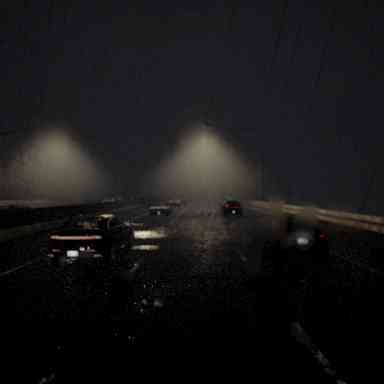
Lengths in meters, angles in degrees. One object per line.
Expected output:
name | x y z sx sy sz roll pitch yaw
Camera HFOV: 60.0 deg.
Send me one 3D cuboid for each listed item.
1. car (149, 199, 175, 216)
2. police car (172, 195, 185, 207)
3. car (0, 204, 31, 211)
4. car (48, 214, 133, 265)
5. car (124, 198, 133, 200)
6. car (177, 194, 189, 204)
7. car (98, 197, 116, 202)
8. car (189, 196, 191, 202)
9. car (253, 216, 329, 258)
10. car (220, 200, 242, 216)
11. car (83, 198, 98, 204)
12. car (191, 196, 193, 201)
car | -3.063 1.707 33.477 1.895 1.301 4.718 0 0 1
police car | -2.647 1.704 53.947 2.038 1.542 4.974 0 0 2
car | -13.891 1.636 25.813 1.994 1.385 4.181 0 0 1
car | -3.349 1.523 11.801 2.128 1.511 4.902 0 0 0
car | -12.686 1.810 67.260 1.994 1.385 4.181 0 0 2
car | -2.266 1.475 64.940 2.150 2.045 5.566 0 0 2
car | -16.268 1.767 65.231 1.812 1.442 4.674 0 0 2
car | -1.810 1.770 76.057 1.801 1.575 5.366 0 0 3
car | 3.659 1.601 12.960 1.994 1.385 4.181 0 0 0
car | 3.941 1.614 33.496 1.837 1.490 4.892 0 0 1
car | -19.762 1.793 65.357 1.994 1.385 4.181 0 0 2
car | -1.299 1.902 86.822 1.812 1.442 4.674 0 0 3
